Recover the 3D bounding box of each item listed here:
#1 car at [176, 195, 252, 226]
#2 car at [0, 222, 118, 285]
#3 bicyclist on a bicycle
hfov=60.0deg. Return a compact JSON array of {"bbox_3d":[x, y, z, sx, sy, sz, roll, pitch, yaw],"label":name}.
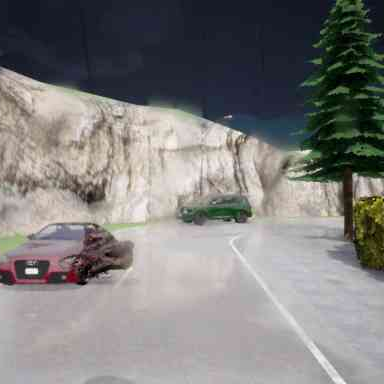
[{"bbox_3d":[1.638,1.223,23.316,5.566,2.045,2.150,0,0,-29],"label":"car"},{"bbox_3d":[-3.483,1.561,9.350,1.994,1.385,4.181,0,0,2],"label":"car"},{"bbox_3d":[-1.926,1.541,7.505,1.620,0.582,1.656,-27,-36,17],"label":"bicyclist on a bicycle"}]
